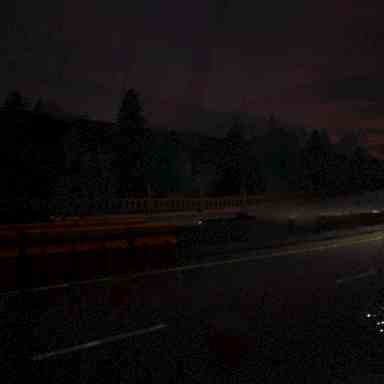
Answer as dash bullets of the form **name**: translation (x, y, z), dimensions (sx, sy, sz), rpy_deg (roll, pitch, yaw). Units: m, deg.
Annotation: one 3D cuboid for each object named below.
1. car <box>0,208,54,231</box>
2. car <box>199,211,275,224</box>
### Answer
- **car**: translation (-9.901, 1.580, 18.420), dimensions (4.181, 1.385, 1.994), rpy_deg (1, 0, -35)
- **car**: translation (2.604, 1.744, 18.680), dimensions (4.718, 1.301, 1.895), rpy_deg (1, 0, -35)
